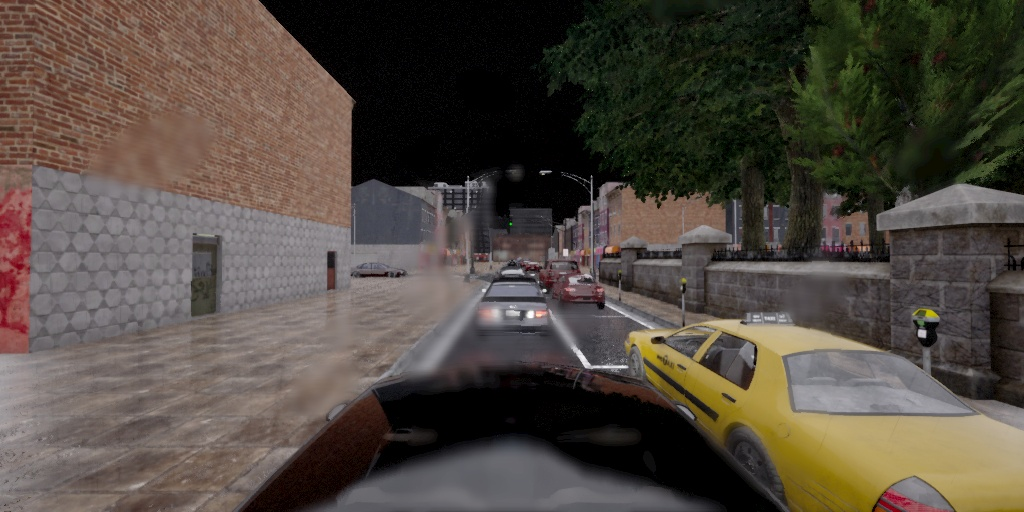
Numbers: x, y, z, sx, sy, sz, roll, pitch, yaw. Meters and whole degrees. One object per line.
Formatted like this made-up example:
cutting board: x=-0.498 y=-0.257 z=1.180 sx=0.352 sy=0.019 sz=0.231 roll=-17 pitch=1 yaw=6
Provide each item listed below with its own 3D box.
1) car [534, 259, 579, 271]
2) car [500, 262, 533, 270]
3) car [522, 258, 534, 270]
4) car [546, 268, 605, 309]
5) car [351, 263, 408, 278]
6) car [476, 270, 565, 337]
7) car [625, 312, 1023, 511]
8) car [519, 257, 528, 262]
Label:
car: x=2.628 y=1.077 z=20.165 sx=2.192 sy=1.841 sz=5.009 roll=0 pitch=0 yaw=0
car: x=0.003 y=1.288 z=20.364 sx=1.812 sy=1.442 sz=4.674 roll=0 pitch=0 yaw=0
car: x=2.610 y=1.356 z=46.594 sx=1.888 sy=1.381 sz=4.507 roll=0 pitch=0 yaw=0
car: x=2.632 y=1.338 z=14.716 sx=1.802 sy=1.307 sz=4.207 roll=0 pitch=0 yaw=0
car: x=-12.066 y=1.291 z=31.700 sx=5.357 sy=1.411 sz=2.033 roll=0 pitch=-1 yaw=-4
car: x=0.062 y=1.300 z=10.234 sx=2.033 sy=1.411 sz=5.357 roll=0 pitch=0 yaw=0
car: x=2.639 y=1.276 z=3.988 sx=1.751 sy=1.417 sz=4.829 roll=0 pitch=0 yaw=0
car: x=2.599 y=1.403 z=62.905 sx=1.888 sy=1.381 sz=4.507 roll=0 pitch=0 yaw=0
